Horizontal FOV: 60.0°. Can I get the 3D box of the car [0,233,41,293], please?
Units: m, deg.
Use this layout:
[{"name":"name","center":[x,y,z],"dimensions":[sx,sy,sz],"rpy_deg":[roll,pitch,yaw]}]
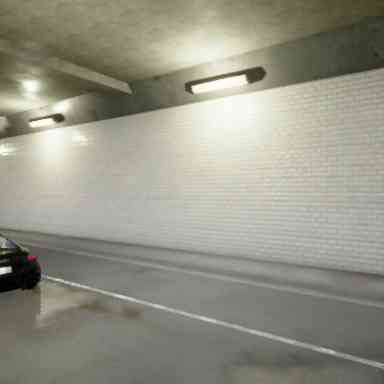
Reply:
[{"name":"car","center":[-5.455,1.562,7.888],"dimensions":[4.181,1.385,1.994],"rpy_deg":[0,0,36]}]
